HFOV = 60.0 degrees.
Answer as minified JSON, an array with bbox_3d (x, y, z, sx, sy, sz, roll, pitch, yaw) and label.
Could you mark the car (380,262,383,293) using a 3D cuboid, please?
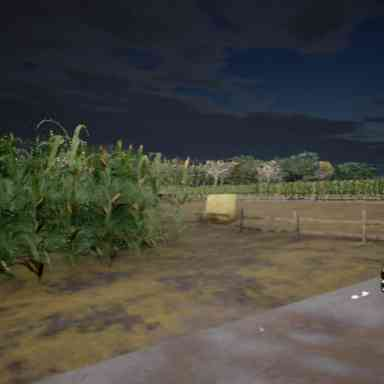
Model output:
[{"bbox_3d":[6.054,1.482,7.361,4.902,1.511,2.128,0,0,-35],"label":"car"}]
